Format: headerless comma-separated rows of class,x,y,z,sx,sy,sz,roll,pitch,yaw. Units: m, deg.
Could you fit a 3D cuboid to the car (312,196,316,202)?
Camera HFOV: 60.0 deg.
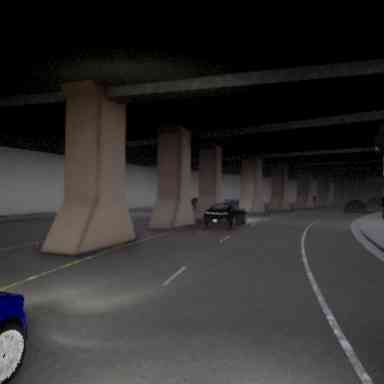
car,26.227,1.589,73.182,1.882,1.535,5.008,1,0,40

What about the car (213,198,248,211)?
car,4.859,1.534,41.640,2.033,1.411,5.357,1,0,35

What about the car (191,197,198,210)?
car,0.285,1.430,40.985,1.837,1.490,4.892,1,0,34

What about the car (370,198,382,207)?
car,33.023,1.800,59.750,1.837,1.490,4.892,1,0,40

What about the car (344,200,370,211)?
car,21.612,1.738,44.008,1.812,1.442,4.674,1,0,40

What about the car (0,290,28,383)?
car,-3.155,1.430,2.258,1.882,1.535,5.008,0,0,5

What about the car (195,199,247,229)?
car,2.276,1.480,21.915,2.128,1.511,4.902,1,0,22
